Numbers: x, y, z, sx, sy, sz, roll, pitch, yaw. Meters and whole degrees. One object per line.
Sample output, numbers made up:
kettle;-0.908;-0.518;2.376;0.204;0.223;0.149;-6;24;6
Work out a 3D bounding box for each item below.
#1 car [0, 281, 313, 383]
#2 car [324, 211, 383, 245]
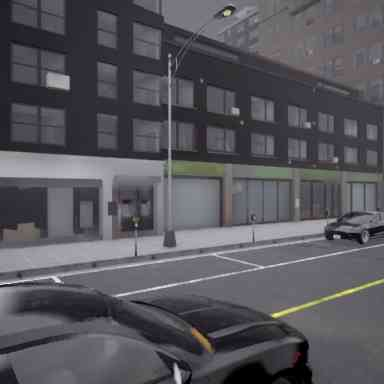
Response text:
car;-1.149;1.477;2.460;5.008;1.535;1.882;0;0;-35
car;8.036;1.566;15.630;4.313;1.339;1.947;0;0;-36
